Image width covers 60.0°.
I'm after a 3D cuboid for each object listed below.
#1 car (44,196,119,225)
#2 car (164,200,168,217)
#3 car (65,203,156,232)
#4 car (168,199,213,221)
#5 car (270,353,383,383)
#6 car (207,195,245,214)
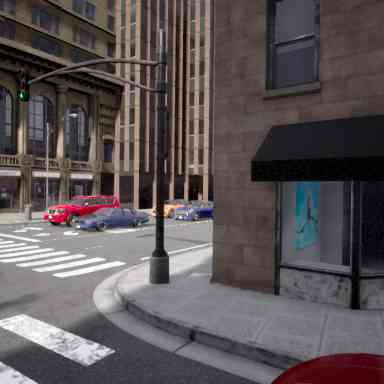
[{"bbox_3d":[-7.568,1.289,23.761,2.150,2.045,5.566,1,0,35],"label":"car"},{"bbox_3d":[-1.862,1.504,31.896,2.097,1.767,4.553,1,0,35],"label":"car"},{"bbox_3d":[-5.105,1.658,21.620,2.033,1.411,5.357,1,0,35],"label":"car"},{"bbox_3d":[0.335,1.544,29.367,2.097,1.767,4.553,1,0,35],"label":"car"},{"bbox_3d":[2.380,1.545,1.275,4.507,1.381,1.887,0,1,35],"label":"car"},{"bbox_3d":[4.227,1.465,40.562,2.150,2.045,5.566,1,0,35],"label":"car"}]
